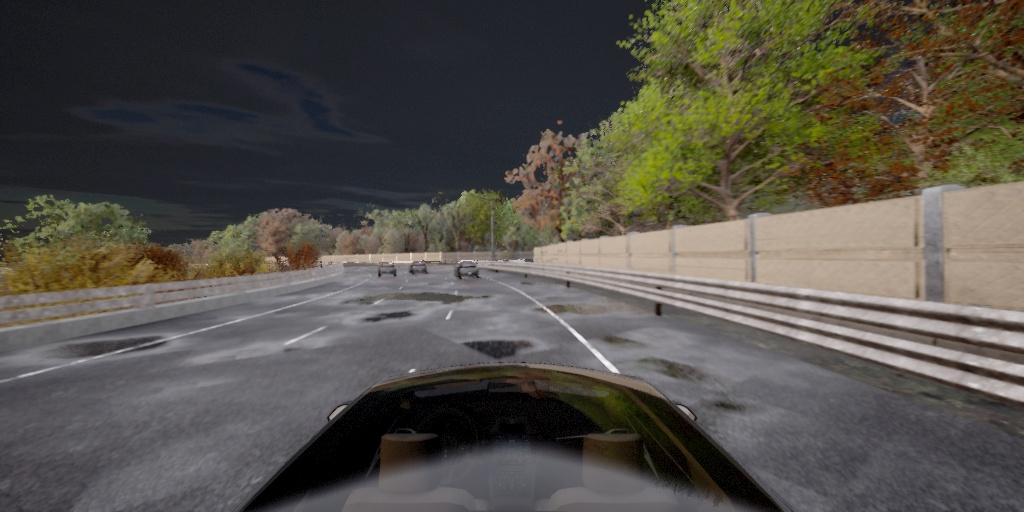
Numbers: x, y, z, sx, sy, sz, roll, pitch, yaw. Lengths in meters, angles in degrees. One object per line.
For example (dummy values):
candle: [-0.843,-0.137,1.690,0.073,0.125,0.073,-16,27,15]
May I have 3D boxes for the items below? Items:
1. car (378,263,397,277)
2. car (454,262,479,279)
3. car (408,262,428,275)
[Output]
car: [-13.820,1.483,39.799,2.128,1.511,4.902,-1,0,-20]
car: [-4.271,1.314,33.168,2.128,1.511,4.902,-1,0,-15]
car: [-11.437,1.440,43.491,2.128,1.511,4.902,-1,0,-22]
